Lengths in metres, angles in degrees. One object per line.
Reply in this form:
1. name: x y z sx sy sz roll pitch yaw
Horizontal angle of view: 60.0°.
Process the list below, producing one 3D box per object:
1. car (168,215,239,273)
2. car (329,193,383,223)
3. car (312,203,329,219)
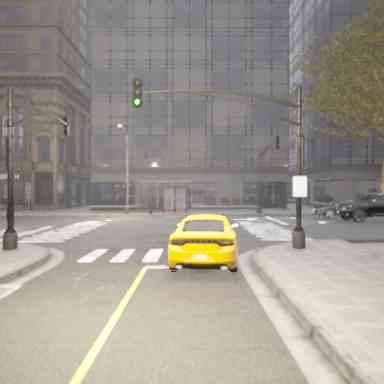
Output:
1. car: 0.481 1.465 10.773 1.882 1.535 5.008 0 0 6
2. car: 13.152 1.067 23.705 5.566 2.045 2.150 0 0 -1
3. car: 12.262 1.326 26.950 4.902 1.511 2.128 0 0 0
